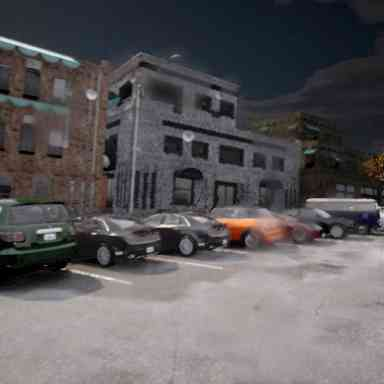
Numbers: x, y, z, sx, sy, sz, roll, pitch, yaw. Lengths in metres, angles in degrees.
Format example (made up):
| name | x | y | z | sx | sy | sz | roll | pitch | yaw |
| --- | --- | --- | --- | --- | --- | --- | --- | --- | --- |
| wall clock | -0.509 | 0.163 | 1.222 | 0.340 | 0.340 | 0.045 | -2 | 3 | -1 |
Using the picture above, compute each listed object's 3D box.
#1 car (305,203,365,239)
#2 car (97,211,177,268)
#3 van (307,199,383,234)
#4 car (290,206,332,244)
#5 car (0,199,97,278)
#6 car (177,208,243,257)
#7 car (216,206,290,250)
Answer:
| name | x | y | z | sx | sy | sz | roll | pitch | yaw |
| --- | --- | --- | --- | --- | --- | --- | --- | --- | --- |
| car | 6.342 | 1.574 | 18.079 | 5.008 | 1.535 | 2.097 | -1 | -1 | 35 |
| car | -3.227 | 1.481 | 11.282 | 4.892 | 1.521 | 2.231 | -1 | -1 | 35 |
| van | 8.648 | 1.387 | 19.835 | 4.442 | 1.987 | 1.878 | -1 | -1 | 35 |
| car | 3.979 | 1.572 | 16.368 | 4.792 | 1.488 | 2.163 | -1 | -1 | 35 |
| car | -5.647 | 1.223 | 9.602 | 5.566 | 2.045 | 2.435 | -1 | -1 | 35 |
| car | -0.832 | 1.497 | 12.983 | 4.892 | 1.521 | 2.231 | -1 | -1 | 35 |
| car | 1.579 | 1.389 | 14.665 | 4.553 | 1.767 | 2.185 | -1 | -1 | 35 |
